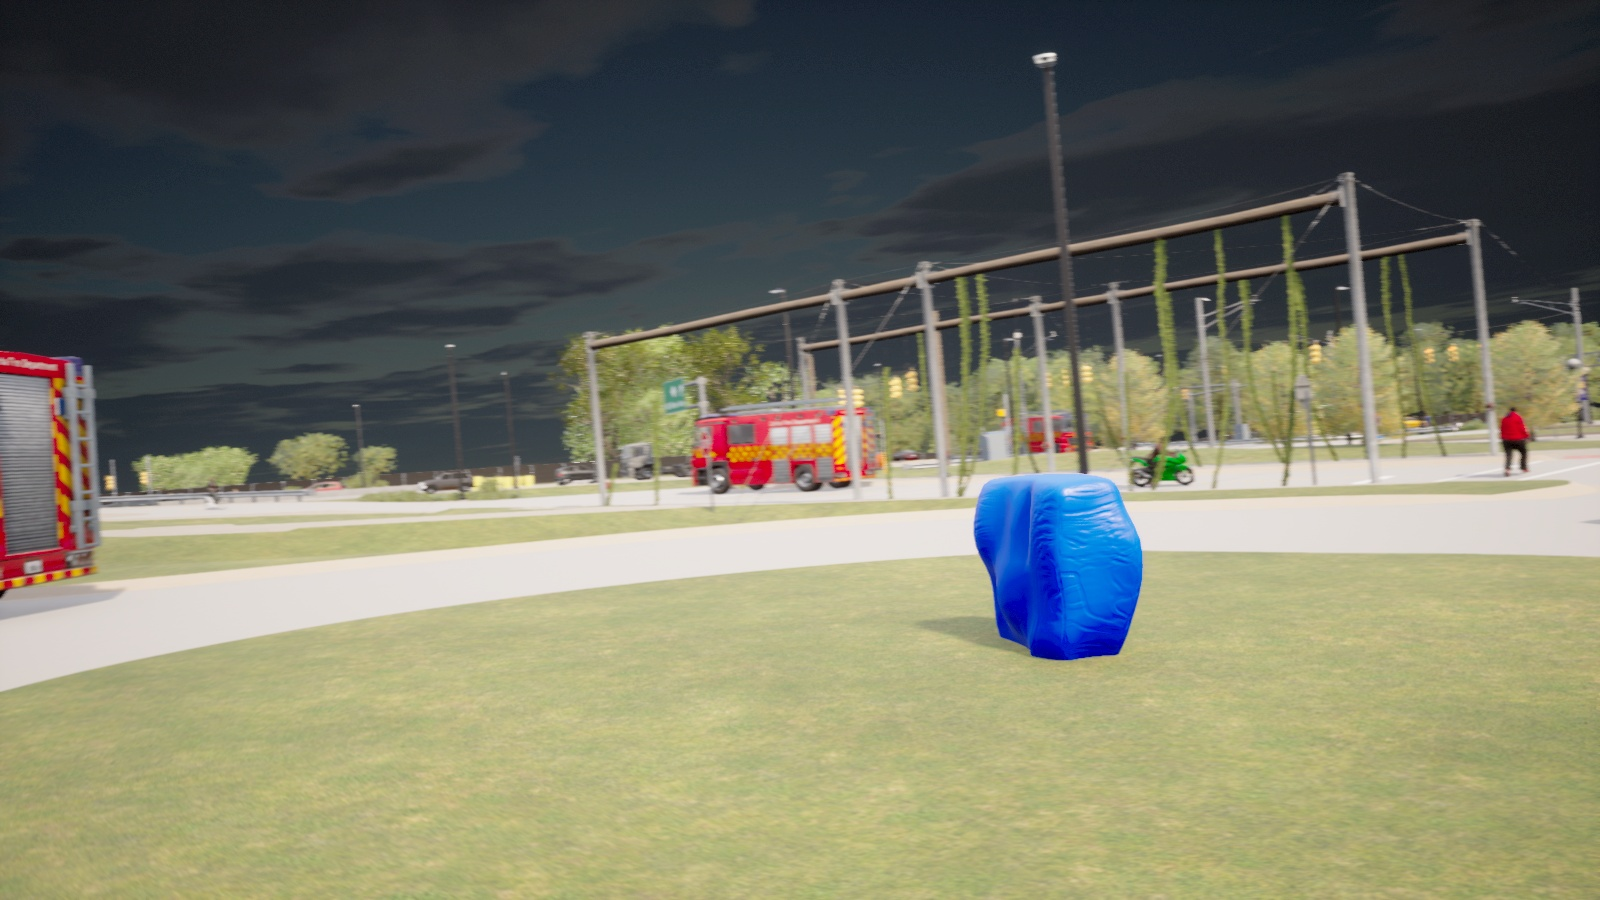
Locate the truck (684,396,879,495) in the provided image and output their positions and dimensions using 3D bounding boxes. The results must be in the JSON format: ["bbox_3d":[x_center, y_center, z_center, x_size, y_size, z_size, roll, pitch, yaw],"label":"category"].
[{"bbox_3d":[-0.922,-0.132,54.578,8.468,3.827,2.891,-3,1,41],"label":"truck"}]

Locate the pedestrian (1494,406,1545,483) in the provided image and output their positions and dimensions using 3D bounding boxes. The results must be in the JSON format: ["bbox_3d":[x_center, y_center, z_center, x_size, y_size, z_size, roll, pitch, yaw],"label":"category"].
[{"bbox_3d":[18.008,-0.147,31.411,0.899,1.844,0.634,-4,-1,-34],"label":"pedestrian"}]

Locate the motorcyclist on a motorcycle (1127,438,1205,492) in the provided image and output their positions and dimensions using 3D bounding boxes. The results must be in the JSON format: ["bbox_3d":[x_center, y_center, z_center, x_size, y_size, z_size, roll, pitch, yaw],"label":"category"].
[{"bbox_3d":[11.059,0.451,37.992,2.044,1.523,0.797,-3,0,40],"label":"motorcyclist on a motorcycle"}]

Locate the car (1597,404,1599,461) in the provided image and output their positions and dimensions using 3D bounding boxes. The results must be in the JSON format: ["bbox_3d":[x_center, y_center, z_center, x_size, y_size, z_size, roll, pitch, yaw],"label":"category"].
[{"bbox_3d":[11.829,0.148,14.056,2.033,1.649,4.856,-3,0,-12],"label":"car"}]

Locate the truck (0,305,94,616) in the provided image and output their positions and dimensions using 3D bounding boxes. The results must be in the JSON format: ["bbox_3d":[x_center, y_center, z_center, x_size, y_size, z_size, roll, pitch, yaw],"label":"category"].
[{"bbox_3d":[-14.084,0.342,15.878,8.468,3.827,2.891,-3,0,-1],"label":"truck"}]
